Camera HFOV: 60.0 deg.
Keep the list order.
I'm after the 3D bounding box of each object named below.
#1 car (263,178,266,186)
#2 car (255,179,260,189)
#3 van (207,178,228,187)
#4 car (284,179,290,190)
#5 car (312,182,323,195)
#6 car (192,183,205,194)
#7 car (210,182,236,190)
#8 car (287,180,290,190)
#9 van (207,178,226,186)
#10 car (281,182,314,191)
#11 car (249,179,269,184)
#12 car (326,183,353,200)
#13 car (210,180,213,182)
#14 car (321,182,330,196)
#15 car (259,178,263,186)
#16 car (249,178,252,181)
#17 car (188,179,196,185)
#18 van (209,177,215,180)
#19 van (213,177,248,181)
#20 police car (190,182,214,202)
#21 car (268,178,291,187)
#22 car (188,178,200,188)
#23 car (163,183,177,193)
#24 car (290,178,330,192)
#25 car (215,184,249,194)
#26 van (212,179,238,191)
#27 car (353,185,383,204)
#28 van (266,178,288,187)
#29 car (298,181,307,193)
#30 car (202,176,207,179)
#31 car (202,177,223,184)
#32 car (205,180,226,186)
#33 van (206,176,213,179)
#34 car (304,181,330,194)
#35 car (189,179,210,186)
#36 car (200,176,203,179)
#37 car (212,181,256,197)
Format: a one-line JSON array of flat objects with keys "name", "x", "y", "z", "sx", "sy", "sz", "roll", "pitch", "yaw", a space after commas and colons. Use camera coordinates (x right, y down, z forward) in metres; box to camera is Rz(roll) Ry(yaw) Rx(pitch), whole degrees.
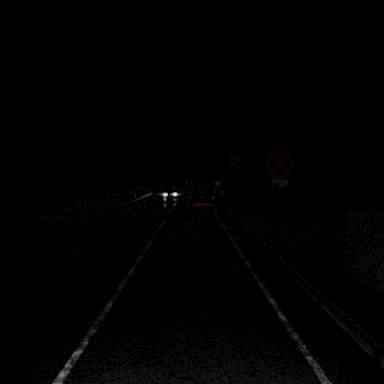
[{"name": "car", "x": 18.798, "y": -1.933, "z": 71.056, "sx": 5.566, "sy": 2.045, "sz": 2.435, "roll": 0, "pitch": 3, "yaw": 0}, {"name": "car", "x": 18.786, "y": -2.411, "z": 79.370, "sx": 5.566, "sy": 2.045, "sz": 2.435, "roll": 0, "pitch": 3, "yaw": 0}, {"name": "van", "x": 5.799, "y": -2.189, "z": 76.046, "sx": 4.442, "sy": 1.987, "sz": 1.878, "roll": 0, "pitch": 3, "yaw": 0}, {"name": "car", "x": 18.785, "y": -0.939, "z": 57.206, "sx": 5.008, "sy": 1.535, "sz": 2.097, "roll": 0, "pitch": 3, "yaw": 0}, {"name": "car", "x": 18.817, "y": -0.247, "z": 43.344, "sx": 4.892, "sy": 1.521, "sz": 2.231, "roll": 0, "pitch": 3, "yaw": 0}, {"name": "car", "x": 0.971, "y": -0.599, "z": 50.759, "sx": 1.837, "sy": 1.490, "sz": 4.892, "roll": 0, "pitch": 3, "yaw": 0}, {"name": "car", "x": 5.733, "y": -1.153, "z": 62.059, "sx": 4.792, "sy": 1.488, "sz": 2.163, "roll": 0, "pitch": 3, "yaw": 0}, {"name": "car", "x": 18.788, "y": -0.797, "z": 54.432, "sx": 4.892, "sy": 1.521, "sz": 2.231, "roll": 0, "pitch": 3, "yaw": 0}, {"name": "van", "x": 5.795, "y": -2.350, "z": 78.845, "sx": 4.442, "sy": 1.987, "sz": 1.878, "roll": 0, "pitch": 3, "yaw": 0}, {"name": "car", "x": 18.971, "y": -1.084, "z": 59.980, "sx": 5.366, "sy": 1.575, "sz": 1.946, "roll": 0, "pitch": 3, "yaw": 0}, {"name": "car", "x": 18.743, "y": -2.956, "z": 93.241, "sx": 4.892, "sy": 1.521, "sz": 2.231, "roll": 0, "pitch": 3, "yaw": 0}, {"name": "car", "x": 18.633, "y": 0.024, "z": 37.800, "sx": 5.366, "sy": 1.575, "sz": 1.946, "roll": 0, "pitch": 3, "yaw": 0}, {"name": "car", "x": 5.710, "y": -0.755, "z": 53.656, "sx": 5.008, "sy": 1.535, "sz": 2.097, "roll": 0, "pitch": 3, "yaw": 0}, {"name": "car", "x": 18.843, "y": -0.081, "z": 40.574, "sx": 4.792, "sy": 1.488, "sz": 2.163, "roll": 0, "pitch": 3, "yaw": 0}, {"name": "car", "x": 18.948, "y": -2.004, "z": 76.613, "sx": 5.366, "sy": 1.575, "sz": 1.946, "roll": 0, "pitch": 3, "yaw": 0}, {"name": "car", "x": 18.556, "y": -2.801, "z": 90.468, "sx": 5.366, "sy": 1.575, "sz": 1.946, "roll": 0, "pitch": 3, "yaw": 0}, {"name": "car", "x": -0.008, "y": -2.520, "z": 84.525, "sx": 2.128, "sy": 1.511, "sz": 4.902, "roll": 0, "pitch": 3, "yaw": 0}, {"name": "van", "x": 5.595, "y": -1.120, "z": 56.448, "sx": 4.442, "sy": 1.987, "sz": 1.878, "roll": 0, "pitch": 3, "yaw": 0}, {"name": "van", "x": 5.836, "y": -0.841, "z": 50.845, "sx": 4.442, "sy": 1.987, "sz": 1.878, "roll": 0, "pitch": 3, "yaw": 0}, {"name": "police car", "x": 0.972, "y": 0.121, "z": 34.864, "sx": 1.930, "sy": 1.638, "sz": 5.238, "roll": 0, "pitch": 3, "yaw": 0}, {"name": "car", "x": 18.745, "y": -1.779, "z": 68.284, "sx": 5.566, "sy": 2.045, "sz": 2.435, "roll": 0, "pitch": 3, "yaw": 0}, {"name": "car", "x": -0.006, "y": -1.675, "z": 69.525, "sx": 2.033, "sy": 1.411, "sz": 5.357, "roll": 0, "pitch": 3, "yaw": 0}, {"name": "car", "x": -3.326, "y": -0.622, "z": 51.611, "sx": 1.812, "sy": 1.442, "sz": 4.674, "roll": 0, "pitch": 3, "yaw": 0}, {"name": "car", "x": 18.769, "y": -0.912, "z": 51.649, "sx": 5.566, "sy": 2.045, "sz": 2.435, "roll": 0, "pitch": 3, "yaw": 0}, {"name": "car", "x": 5.726, "y": -0.437, "z": 48.058, "sx": 4.674, "sy": 1.452, "sz": 2.002, "roll": 0, "pitch": 3, "yaw": 0}, {"name": "van", "x": 5.824, "y": -1.264, "z": 59.246, "sx": 4.442, "sy": 1.987, "sz": 1.878, "roll": 0, "pitch": 3, "yaw": 0}, {"name": "car", "x": 18.797, "y": 0.332, "z": 32.256, "sx": 4.792, "sy": 1.488, "sz": 2.163, "roll": 0, "pitch": 3, "yaw": 0}, {"name": "van", "x": 18.882, "y": -2.067, "z": 73.830, "sx": 4.442, "sy": 1.987, "sz": 1.878, "roll": 0, "pitch": 3, "yaw": 0}, {"name": "car", "x": 18.807, "y": -0.524, "z": 48.889, "sx": 5.008, "sy": 1.535, "sz": 2.097, "roll": 0, "pitch": 3, "yaw": 0}, {"name": "car", "x": 5.659, "y": -2.054, "z": 73.245, "sx": 5.566, "sy": 2.045, "sz": 2.435, "roll": 0, "pitch": 3, "yaw": 0}, {"name": "car", "x": 5.630, "y": -3.180, "z": 92.837, "sx": 5.566, "sy": 2.045, "sz": 2.435, "roll": 0, "pitch": 3, "yaw": 0}, {"name": "car", "x": 5.668, "y": -2.284, "z": 81.657, "sx": 4.892, "sy": 1.521, "sz": 2.231, "roll": 0, "pitch": 3, "yaw": 0}, {"name": "van", "x": 5.808, "y": -1.868, "z": 70.451, "sx": 4.442, "sy": 1.987, "sz": 1.878, "roll": 0, "pitch": 3, "yaw": 0}, {"name": "car", "x": 18.812, "y": -0.386, "z": 46.116, "sx": 5.008, "sy": 1.535, "sz": 2.097, "roll": 0, "pitch": 3, "yaw": 0}, {"name": "car", "x": 0.971, "y": -0.446, "z": 44.721, "sx": 2.097, "sy": 1.767, "sz": 4.553, "roll": 0, "pitch": 3, "yaw": 0}, {"name": "car", "x": 5.634, "y": -3.019, "z": 90.038, "sx": 5.566, "sy": 2.045, "sz": 2.435, "roll": 0, "pitch": 3, "yaw": 0}, {"name": "car", "x": 5.543, "y": -0.341, "z": 45.256, "sx": 5.366, "sy": 1.575, "sz": 1.946, "roll": 0, "pitch": 3, "yaw": 0}]
